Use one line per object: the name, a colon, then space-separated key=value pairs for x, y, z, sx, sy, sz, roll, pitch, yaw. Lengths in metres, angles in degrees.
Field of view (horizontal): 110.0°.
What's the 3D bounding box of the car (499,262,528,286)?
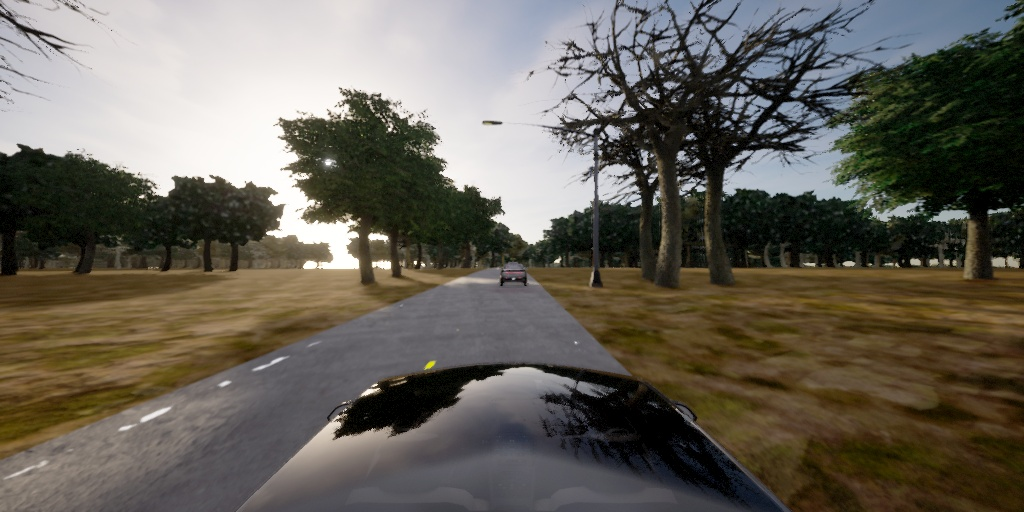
car: x=0.107 y=1.319 z=26.180 sx=2.128 sy=1.511 sz=4.902 roll=0 pitch=0 yaw=0
